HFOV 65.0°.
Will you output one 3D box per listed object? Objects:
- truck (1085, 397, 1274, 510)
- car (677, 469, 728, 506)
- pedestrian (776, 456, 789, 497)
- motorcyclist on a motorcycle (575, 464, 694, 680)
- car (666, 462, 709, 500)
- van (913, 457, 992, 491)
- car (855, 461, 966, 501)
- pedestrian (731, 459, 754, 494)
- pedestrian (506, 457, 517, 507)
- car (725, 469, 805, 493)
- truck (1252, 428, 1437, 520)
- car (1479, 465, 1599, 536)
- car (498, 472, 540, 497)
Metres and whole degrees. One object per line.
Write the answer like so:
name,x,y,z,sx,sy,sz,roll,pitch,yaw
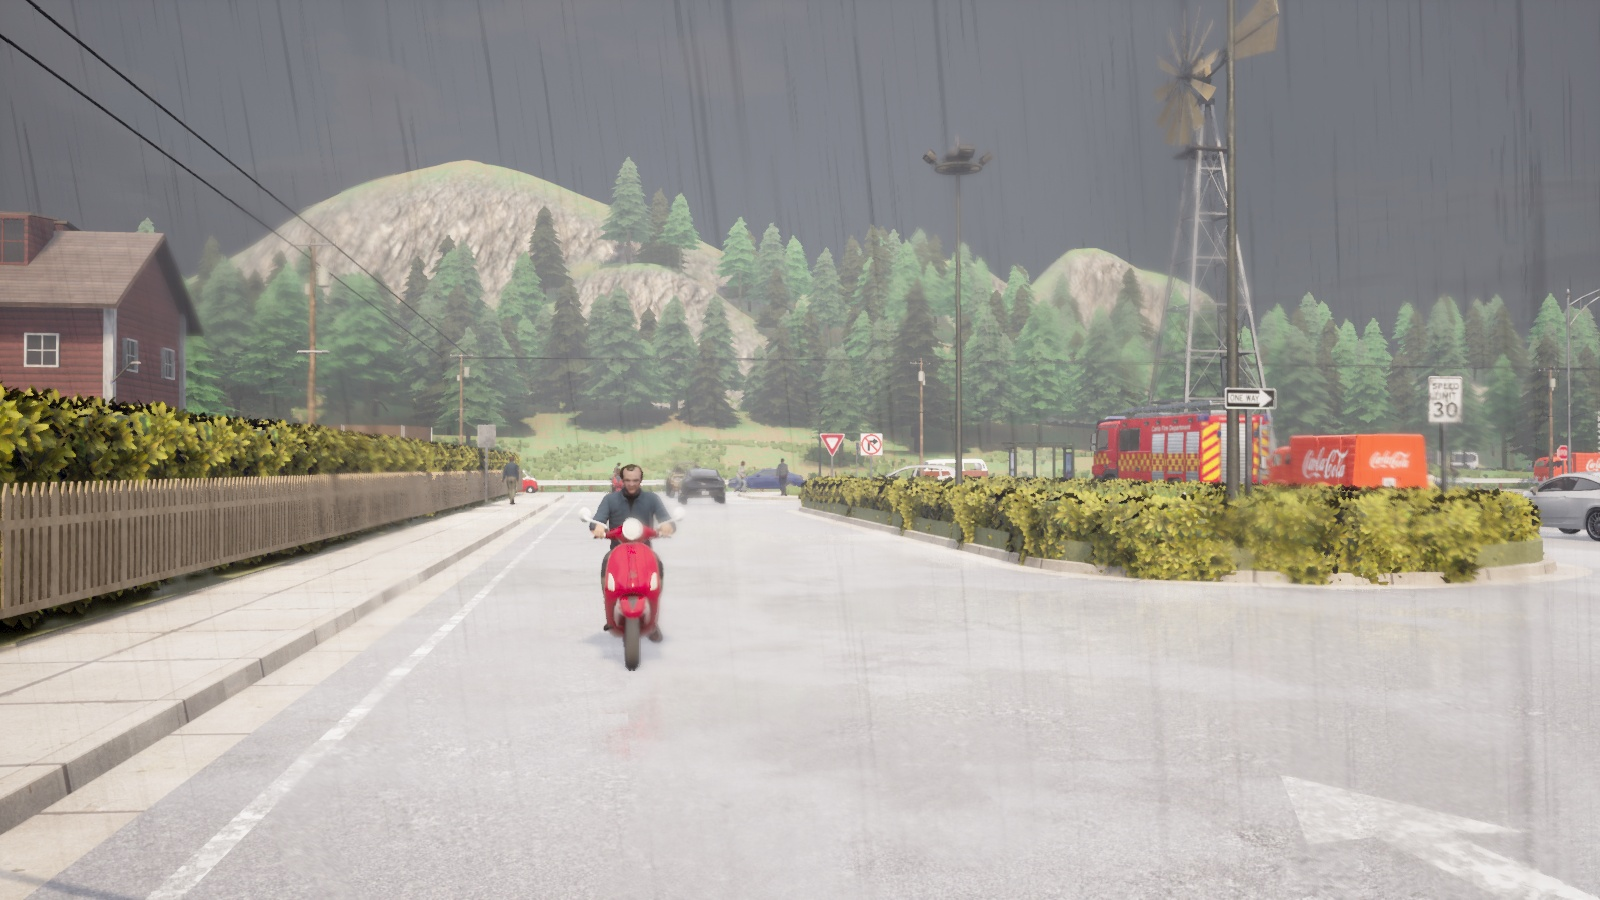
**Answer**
truck,13.911,0.158,46.998,2.891,3.827,8.468,0,-1,-13
car,-4.202,1.574,53.576,1.837,1.490,4.892,0,-1,-8
pedestrian,-0.823,1.284,60.284,0.423,1.949,0.788,0,-1,-16
motorcyclist on a motorcycle,-1.365,0.917,10.259,0.866,1.590,1.817,0,-1,-8
car,-5.767,1.540,63.859,1.932,1.855,4.605,0,0,-8
van,9.481,1.504,78.238,4.480,2.038,2.069,0,-1,-8
car,4.821,1.345,54.410,4.611,1.667,2.242,-1,-1,10
pedestrian,-3.105,1.439,67.587,0.900,1.855,0.874,-1,-1,30
pedestrian,-10.779,1.193,46.978,0.370,1.835,0.726,0,-1,-12
car,-2.154,1.884,76.551,4.674,1.442,1.812,0,-1,-9
truck,15.742,0.683,36.716,2.627,2.467,5.204,0,-1,-8
car,17.195,1.056,27.343,1.812,1.442,4.674,0,-1,-8
car,-15.905,1.961,71.096,2.207,1.376,1.481,-1,-1,-8
